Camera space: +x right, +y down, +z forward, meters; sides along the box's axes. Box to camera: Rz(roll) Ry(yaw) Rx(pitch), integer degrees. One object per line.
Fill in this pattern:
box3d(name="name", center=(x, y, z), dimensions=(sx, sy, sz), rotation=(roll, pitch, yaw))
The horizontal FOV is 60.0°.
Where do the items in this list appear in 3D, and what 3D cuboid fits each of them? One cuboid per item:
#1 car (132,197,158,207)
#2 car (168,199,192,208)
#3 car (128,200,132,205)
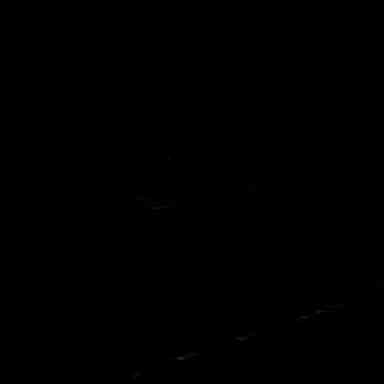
box3d(name="car", center=(-7.444, 1.736, 54.954), dimensions=(1.812, 1.442, 4.674), rotation=(2, -1, -39))
box3d(name="car", center=(-1.915, 1.828, 52.702), dimensions=(1.812, 1.442, 4.674), rotation=(2, -1, -39))
box3d(name="car", center=(-10.118, 1.769, 62.367), dimensions=(2.128, 1.511, 4.902), rotation=(2, -1, -41))
